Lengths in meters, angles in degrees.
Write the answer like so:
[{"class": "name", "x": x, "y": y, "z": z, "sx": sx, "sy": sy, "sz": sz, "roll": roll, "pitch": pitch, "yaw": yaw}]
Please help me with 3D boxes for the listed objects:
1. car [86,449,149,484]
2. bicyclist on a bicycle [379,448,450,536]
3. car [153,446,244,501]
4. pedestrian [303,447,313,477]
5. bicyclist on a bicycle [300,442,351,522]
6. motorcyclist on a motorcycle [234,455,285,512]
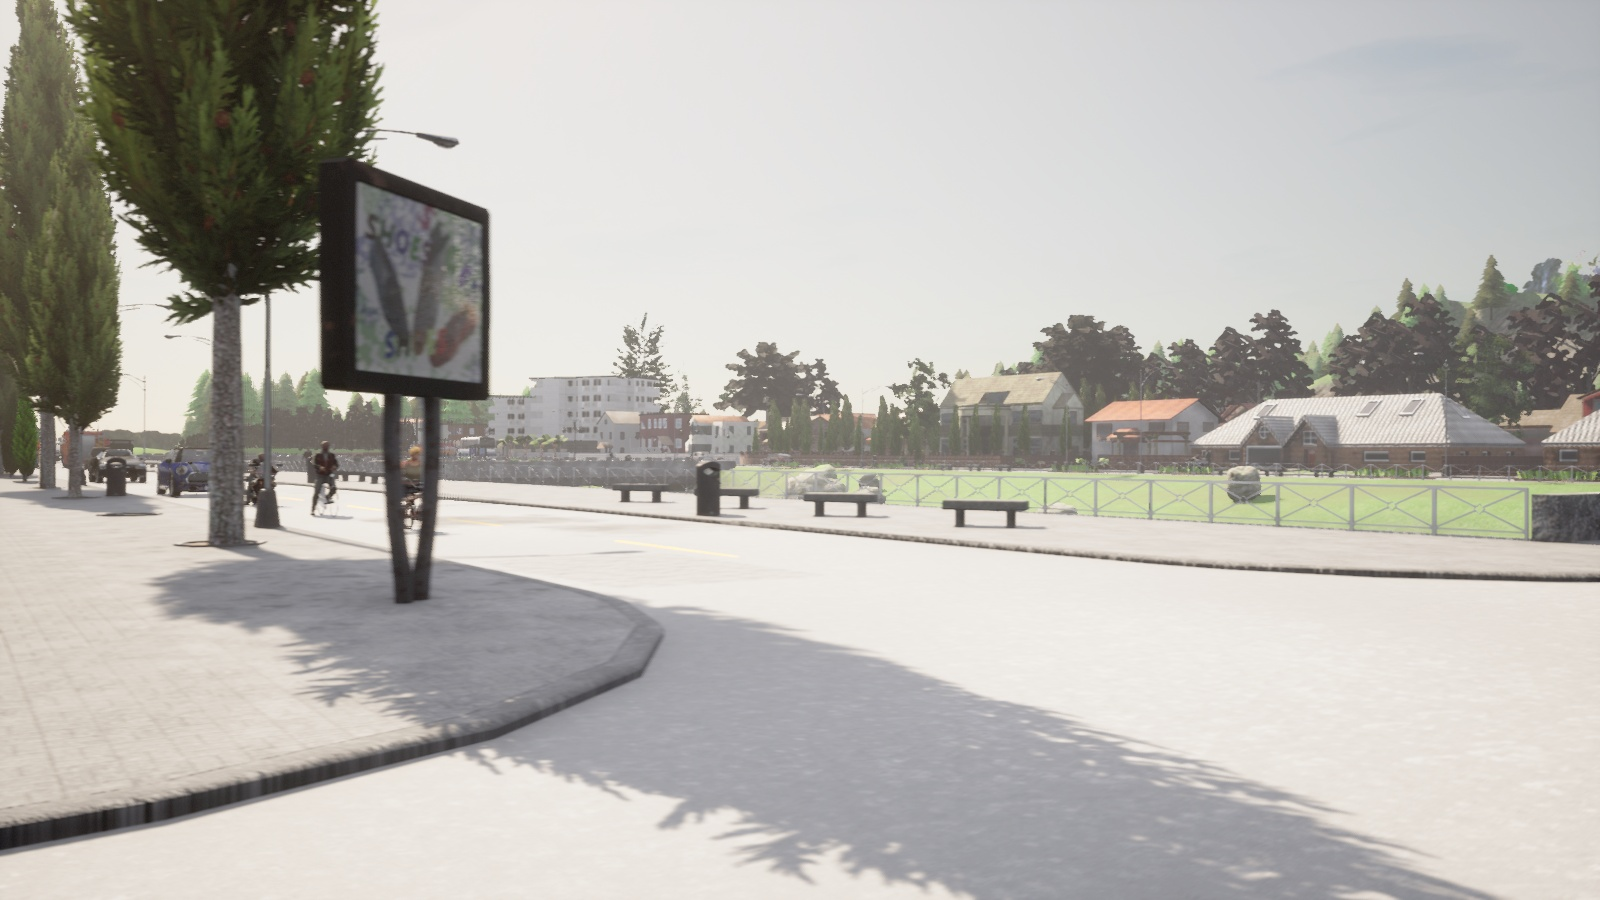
[{"class": "car", "x": -33.499, "y": 0.772, "z": 61.568, "sx": 2.152, "sy": 1.651, "sz": 5.027, "roll": 0, "pitch": 0, "yaw": -35}, {"class": "bicyclist on a bicycle", "x": -7.270, "y": 0.764, "z": 23.636, "sx": 0.866, "sy": 1.612, "sz": 1.509, "roll": 0, "pitch": 0, "yaw": -35}, {"class": "car", "x": -20.592, "y": 0.770, "z": 42.903, "sx": 2.097, "sy": 1.767, "sz": 4.553, "roll": 0, "pitch": 0, "yaw": -35}, {"class": "pedestrian", "x": -30.816, "y": 0.749, "z": 78.623, "sx": 0.376, "sy": 1.854, "sz": 0.720, "roll": 0, "pitch": 0, "yaw": -37}, {"class": "bicyclist on a bicycle", "x": -10.959, "y": 0.721, "z": 28.972, "sx": 0.659, "sy": 1.776, "sz": 1.843, "roll": 0, "pitch": 0, "yaw": -35}, {"class": "motorcyclist on a motorcycle", "x": -14.990, "y": 0.911, "z": 34.801, "sx": 0.866, "sy": 1.530, "sz": 2.191, "roll": 0, "pitch": 0, "yaw": -35}]
